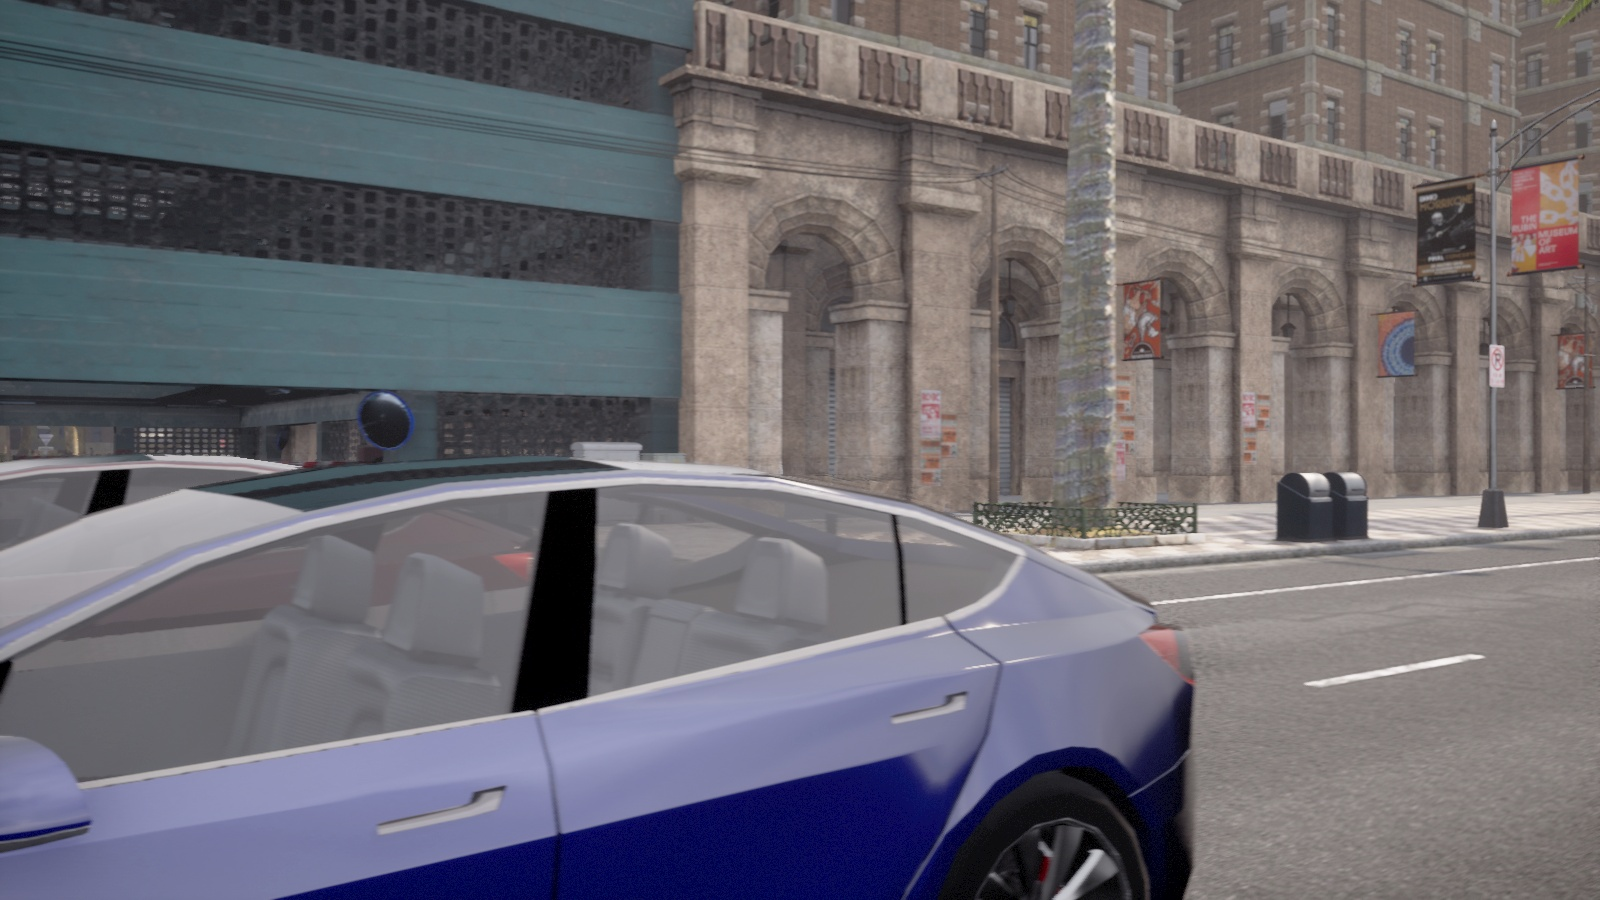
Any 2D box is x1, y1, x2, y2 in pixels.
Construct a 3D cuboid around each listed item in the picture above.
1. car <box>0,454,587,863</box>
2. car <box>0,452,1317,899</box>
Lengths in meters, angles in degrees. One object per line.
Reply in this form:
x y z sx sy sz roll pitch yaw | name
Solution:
-3.586 0.766 5.426 4.792 1.488 2.163 0 0 -35 | car
-1.231 0.754 2.802 4.792 1.488 2.163 0 0 -35 | car
